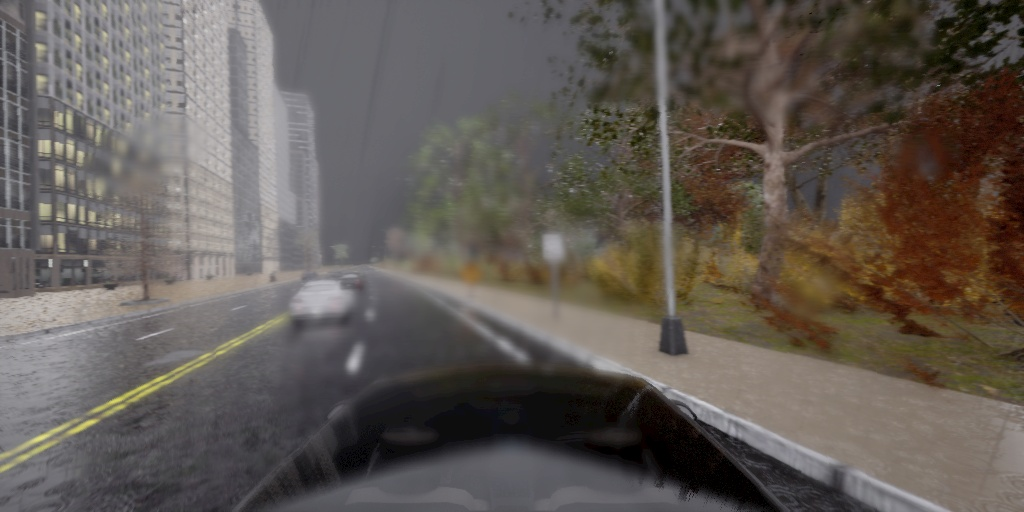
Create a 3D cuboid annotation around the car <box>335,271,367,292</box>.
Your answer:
[{"bbox_3d":[-12.608,2.086,28.431,1.812,1.442,4.674,-2,-1,-21],"label":"car"}]

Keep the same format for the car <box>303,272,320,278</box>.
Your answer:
[{"bbox_3d":[-29.802,3.063,53.394,2.033,1.411,5.357,-2,-1,-21],"label":"car"}]

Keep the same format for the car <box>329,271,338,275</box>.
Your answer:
[{"bbox_3d":[-26.918,2.992,54.897,1.994,1.385,4.181,-2,-1,-22],"label":"car"}]

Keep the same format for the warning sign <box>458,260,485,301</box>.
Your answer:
[{"bbox_3d":[-1.914,1.137,17.190,1.300,1.860,1.060,0,0,-20],"label":"warning sign"}]

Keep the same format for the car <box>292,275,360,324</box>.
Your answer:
[{"bbox_3d":[-7.352,1.710,14.322,1.812,1.442,4.674,-2,-1,-19],"label":"car"}]
